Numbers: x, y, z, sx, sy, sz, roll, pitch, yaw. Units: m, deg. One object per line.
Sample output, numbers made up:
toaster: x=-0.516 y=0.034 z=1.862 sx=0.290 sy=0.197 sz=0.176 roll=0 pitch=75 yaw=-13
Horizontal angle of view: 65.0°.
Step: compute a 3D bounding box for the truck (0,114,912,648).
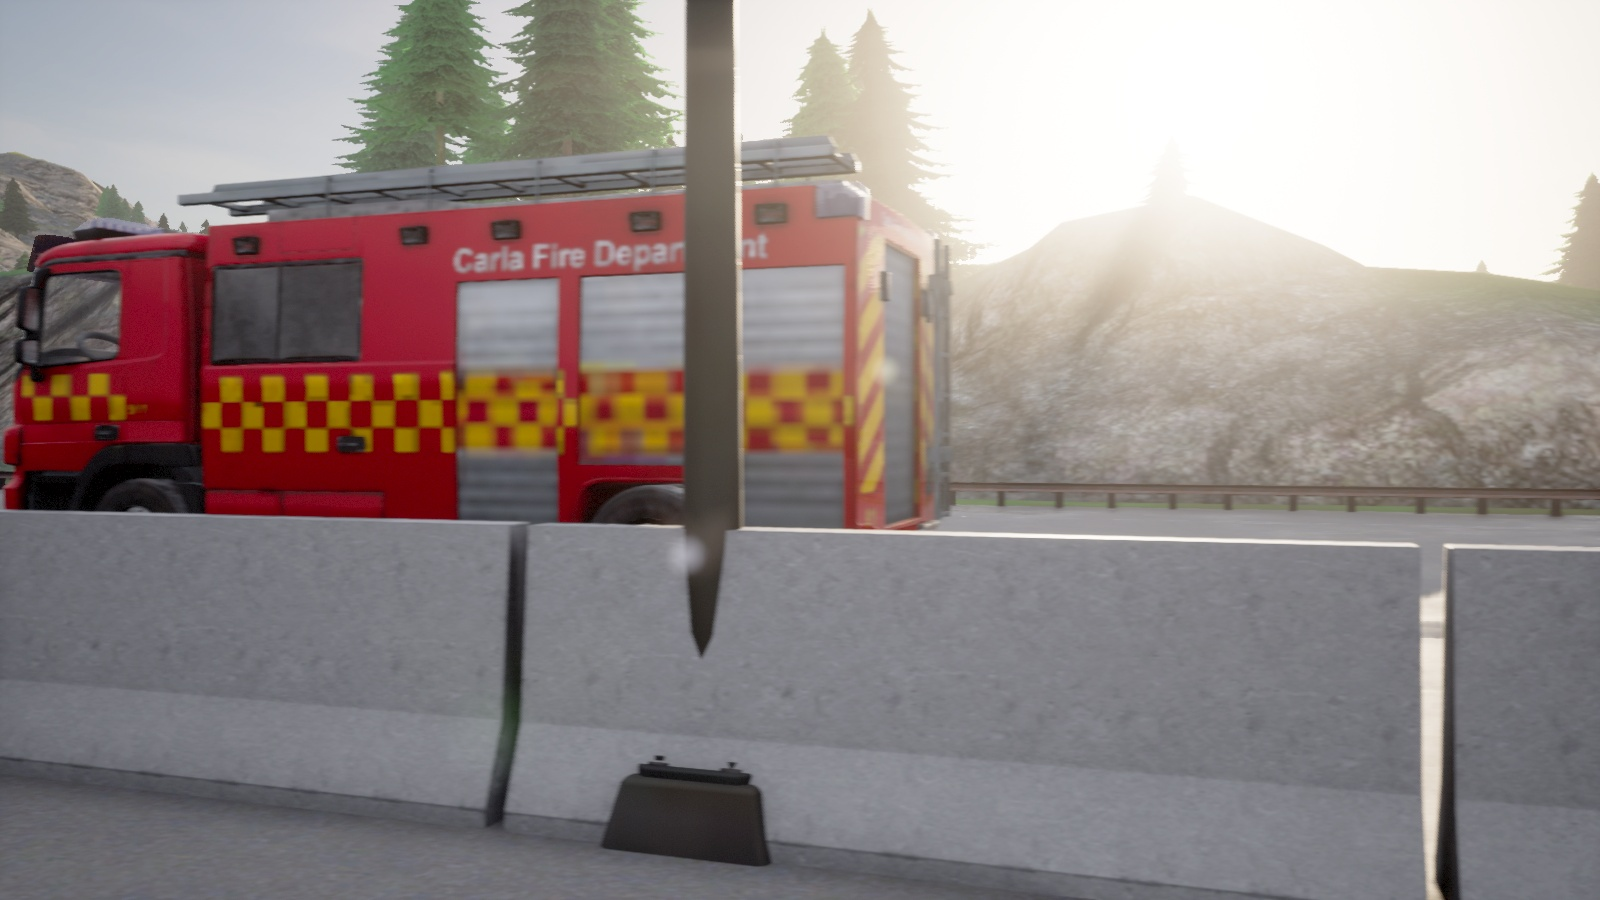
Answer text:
truck: x=-3.437 y=-0.549 z=11.717 sx=8.468 sy=3.827 sz=2.891 roll=1 pitch=1 yaw=19
